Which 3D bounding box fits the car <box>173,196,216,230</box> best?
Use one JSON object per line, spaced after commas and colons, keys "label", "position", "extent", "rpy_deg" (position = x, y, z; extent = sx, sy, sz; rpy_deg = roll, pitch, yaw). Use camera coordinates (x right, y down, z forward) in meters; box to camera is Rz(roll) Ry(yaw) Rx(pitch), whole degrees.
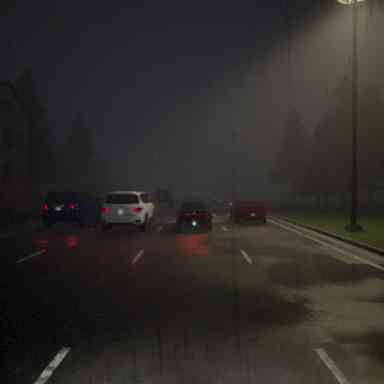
{"label": "car", "position": [0.112, 1.232, 18.633], "extent": [1.837, 1.490, 4.892], "rpy_deg": [0, 1, 0]}

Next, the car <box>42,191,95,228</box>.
{"label": "car", "position": [-6.887, 0.929, 19.823], "extent": [2.150, 2.045, 5.566], "rpy_deg": [0, 1, 0]}

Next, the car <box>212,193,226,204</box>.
{"label": "car", "position": [3.676, 0.864, 45.271], "extent": [1.812, 1.442, 4.674], "rpy_deg": [0, 1, 1]}

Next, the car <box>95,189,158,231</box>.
{"label": "car", "position": [-3.388, 0.953, 18.469], "extent": [2.150, 2.045, 5.566], "rpy_deg": [0, 1, 0]}

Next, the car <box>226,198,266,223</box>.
{"label": "car", "position": [3.614, 1.152, 22.187], "extent": [1.882, 1.535, 5.008], "rpy_deg": [0, 1, 0]}

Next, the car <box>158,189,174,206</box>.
{"label": "car", "position": [-3.377, 0.636, 40.136], "extent": [2.150, 2.045, 5.566], "rpy_deg": [0, 1, 0]}

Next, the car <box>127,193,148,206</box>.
{"label": "car", "position": [-6.859, 0.911, 42.093], "extent": [1.812, 1.442, 4.674], "rpy_deg": [0, 1, 1]}
